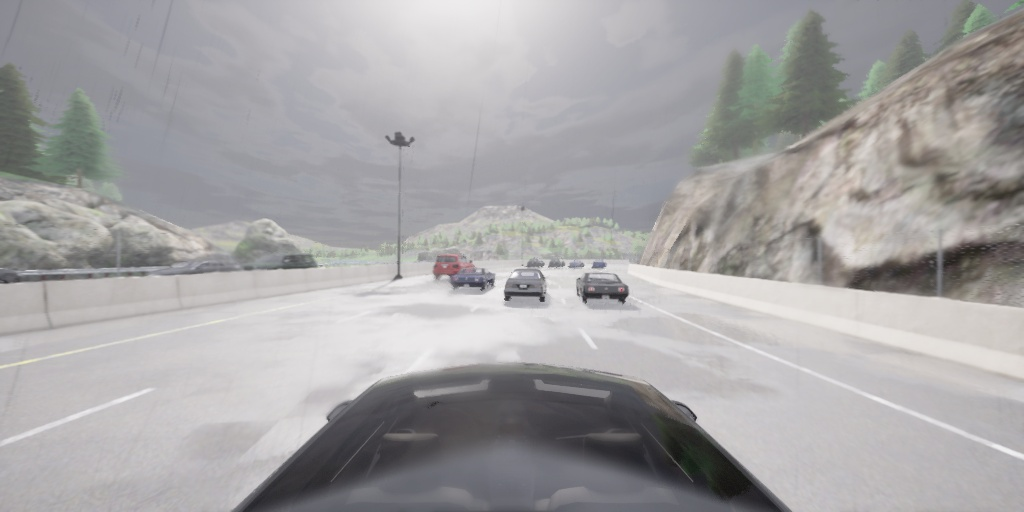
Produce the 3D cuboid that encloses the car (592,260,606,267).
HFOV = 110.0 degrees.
[{"bbox_3d":[15.168,1.400,62.059,1.882,1.535,5.008,0,0,22],"label":"car"}]

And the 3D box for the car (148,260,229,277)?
[{"bbox_3d":[-19.891,1.039,22.639,2.128,1.511,4.902,1,0,7],"label":"car"}]

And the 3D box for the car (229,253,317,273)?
[{"bbox_3d":[-16.103,0.810,25.036,2.150,2.045,5.566,0,0,8],"label":"car"}]

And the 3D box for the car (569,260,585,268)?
[{"bbox_3d":[11.355,1.430,62.581,2.033,1.411,5.357,1,0,23],"label":"car"}]

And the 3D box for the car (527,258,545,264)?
[{"bbox_3d":[4.269,1.161,63.047,2.097,1.767,4.553,1,0,21],"label":"car"}]

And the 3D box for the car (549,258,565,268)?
[{"bbox_3d":[7.964,1.199,62.879,2.097,1.767,4.553,1,0,21],"label":"car"}]

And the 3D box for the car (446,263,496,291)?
[{"bbox_3d":[-2.218,1.332,21.842,1.895,1.301,4.718,1,0,7],"label":"car"}]

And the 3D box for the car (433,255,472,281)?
[{"bbox_3d":[-4.672,0.929,29.702,2.150,2.045,5.566,0,0,9],"label":"car"}]

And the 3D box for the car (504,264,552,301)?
[{"bbox_3d":[0.751,1.309,17.437,2.033,1.411,5.357,1,0,6],"label":"car"}]

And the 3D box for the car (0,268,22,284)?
[{"bbox_3d":[-24.105,0.993,14.745,2.128,1.511,4.902,1,0,4],"label":"car"}]

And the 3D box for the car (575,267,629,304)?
[{"bbox_3d":[4.071,1.397,16.885,1.895,1.301,4.718,1,0,6],"label":"car"}]
